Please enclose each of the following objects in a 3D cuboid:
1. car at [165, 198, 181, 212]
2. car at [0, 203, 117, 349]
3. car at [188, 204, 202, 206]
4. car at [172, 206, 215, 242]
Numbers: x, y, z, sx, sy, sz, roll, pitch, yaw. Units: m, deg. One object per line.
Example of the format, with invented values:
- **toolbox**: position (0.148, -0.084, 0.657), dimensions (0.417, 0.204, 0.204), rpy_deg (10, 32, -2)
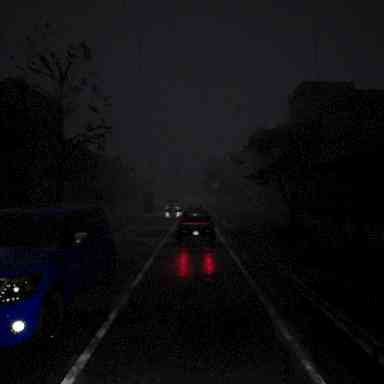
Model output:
- **car**: position (-2.796, 1.964, 50.696), dimensions (2.150, 2.045, 5.566), rpy_deg (0, -1, 1)
- **car**: position (-3.067, 1.275, 6.689), dimensions (2.150, 2.045, 5.566), rpy_deg (0, -1, 0)
- **car**: position (0.280, 1.973, 33.845), dimensions (2.128, 1.511, 4.902), rpy_deg (0, -1, 0)
- **car**: position (0.194, 1.718, 17.751), dimensions (2.128, 1.511, 4.902), rpy_deg (0, -1, 0)
